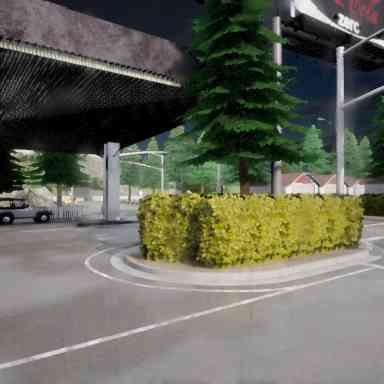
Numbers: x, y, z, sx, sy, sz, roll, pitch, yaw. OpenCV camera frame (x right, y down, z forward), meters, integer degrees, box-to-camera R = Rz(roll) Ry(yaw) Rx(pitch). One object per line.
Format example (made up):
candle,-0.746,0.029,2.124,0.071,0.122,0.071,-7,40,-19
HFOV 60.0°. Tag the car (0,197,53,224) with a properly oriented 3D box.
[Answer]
car,-12.022,1.313,23.442,3.866,1.878,1.905,0,0,-36
